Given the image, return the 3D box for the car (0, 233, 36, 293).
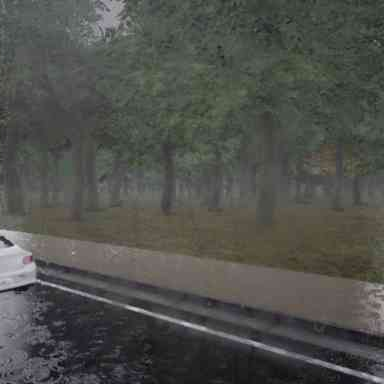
[{"bbox_3d":[-5.334,1.493,7.475,4.674,1.442,1.812,0,0,35],"label":"car"}]
